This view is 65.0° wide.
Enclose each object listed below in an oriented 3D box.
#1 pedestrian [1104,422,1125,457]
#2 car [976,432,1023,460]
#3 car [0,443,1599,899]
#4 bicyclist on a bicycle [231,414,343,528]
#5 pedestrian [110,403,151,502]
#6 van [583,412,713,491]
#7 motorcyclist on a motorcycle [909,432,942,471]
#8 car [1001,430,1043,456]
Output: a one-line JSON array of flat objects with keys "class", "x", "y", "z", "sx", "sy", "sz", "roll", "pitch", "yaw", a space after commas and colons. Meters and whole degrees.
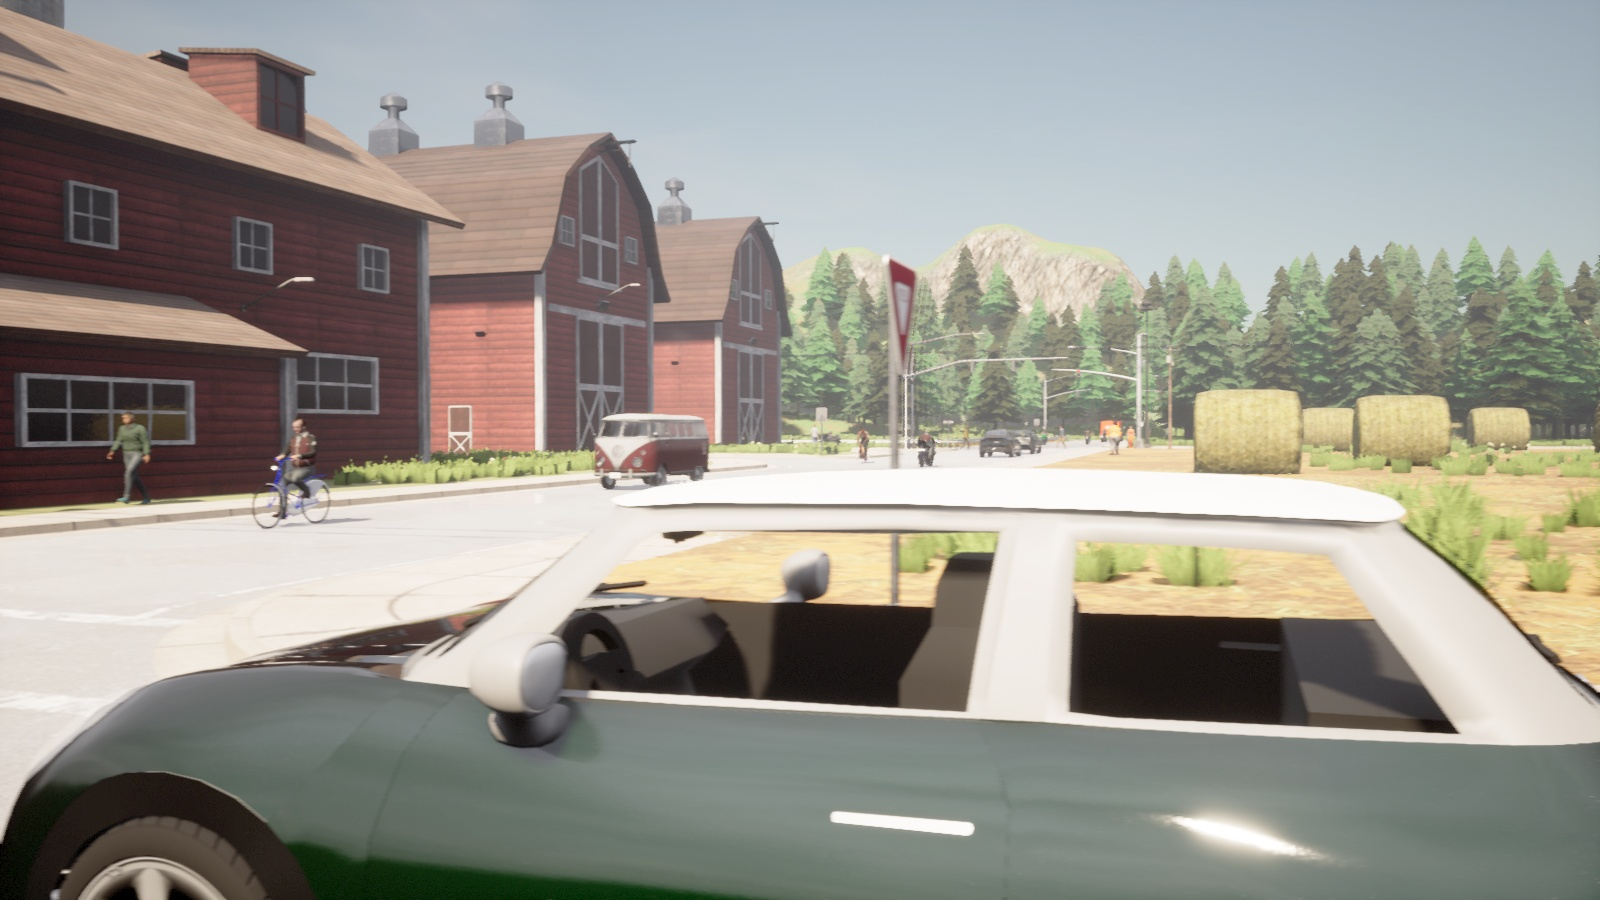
[{"class": "pedestrian", "x": 16.655, "y": -0.550, "z": 66.545, "sx": 0.874, "sy": 1.855, "sz": 0.900, "roll": 1, "pitch": 1, "yaw": 30}, {"class": "car", "x": 11.102, "y": -0.269, "z": 69.676, "sx": 1.837, "sy": 1.490, "sz": 4.892, "roll": 1, "pitch": 1, "yaw": 17}, {"class": "car", "x": -0.029, "y": 0.740, "z": 3.208, "sx": 3.806, "sy": 1.475, "sz": 1.970, "roll": 1, "pitch": 1, "yaw": 19}, {"class": "bicyclist on a bicycle", "x": -8.318, "y": 0.312, "z": 20.457, "sx": 0.659, "sy": 1.776, "sz": 1.843, "roll": 1, "pitch": 1, "yaw": 18}, {"class": "pedestrian", "x": -12.674, "y": 0.034, "z": 23.767, "sx": 0.353, "sy": 1.847, "sz": 0.614, "roll": 0, "pitch": 1, "yaw": 14}, {"class": "van", "x": -4.012, "y": -0.006, "z": 33.914, "sx": 1.775, "sy": 1.987, "sz": 4.442, "roll": 1, "pitch": 1, "yaw": 18}, {"class": "motorcyclist on a motorcycle", "x": 5.102, "y": 0.033, "z": 50.926, "sx": 0.866, "sy": 1.530, "sz": 2.191, "roll": 1, "pitch": 2, "yaw": 18}, {"class": "car", "x": 13.889, "y": -0.461, "z": 78.388, "sx": 2.007, "sy": 1.525, "sz": 4.514, "roll": 1, "pitch": 1, "yaw": 18}]
